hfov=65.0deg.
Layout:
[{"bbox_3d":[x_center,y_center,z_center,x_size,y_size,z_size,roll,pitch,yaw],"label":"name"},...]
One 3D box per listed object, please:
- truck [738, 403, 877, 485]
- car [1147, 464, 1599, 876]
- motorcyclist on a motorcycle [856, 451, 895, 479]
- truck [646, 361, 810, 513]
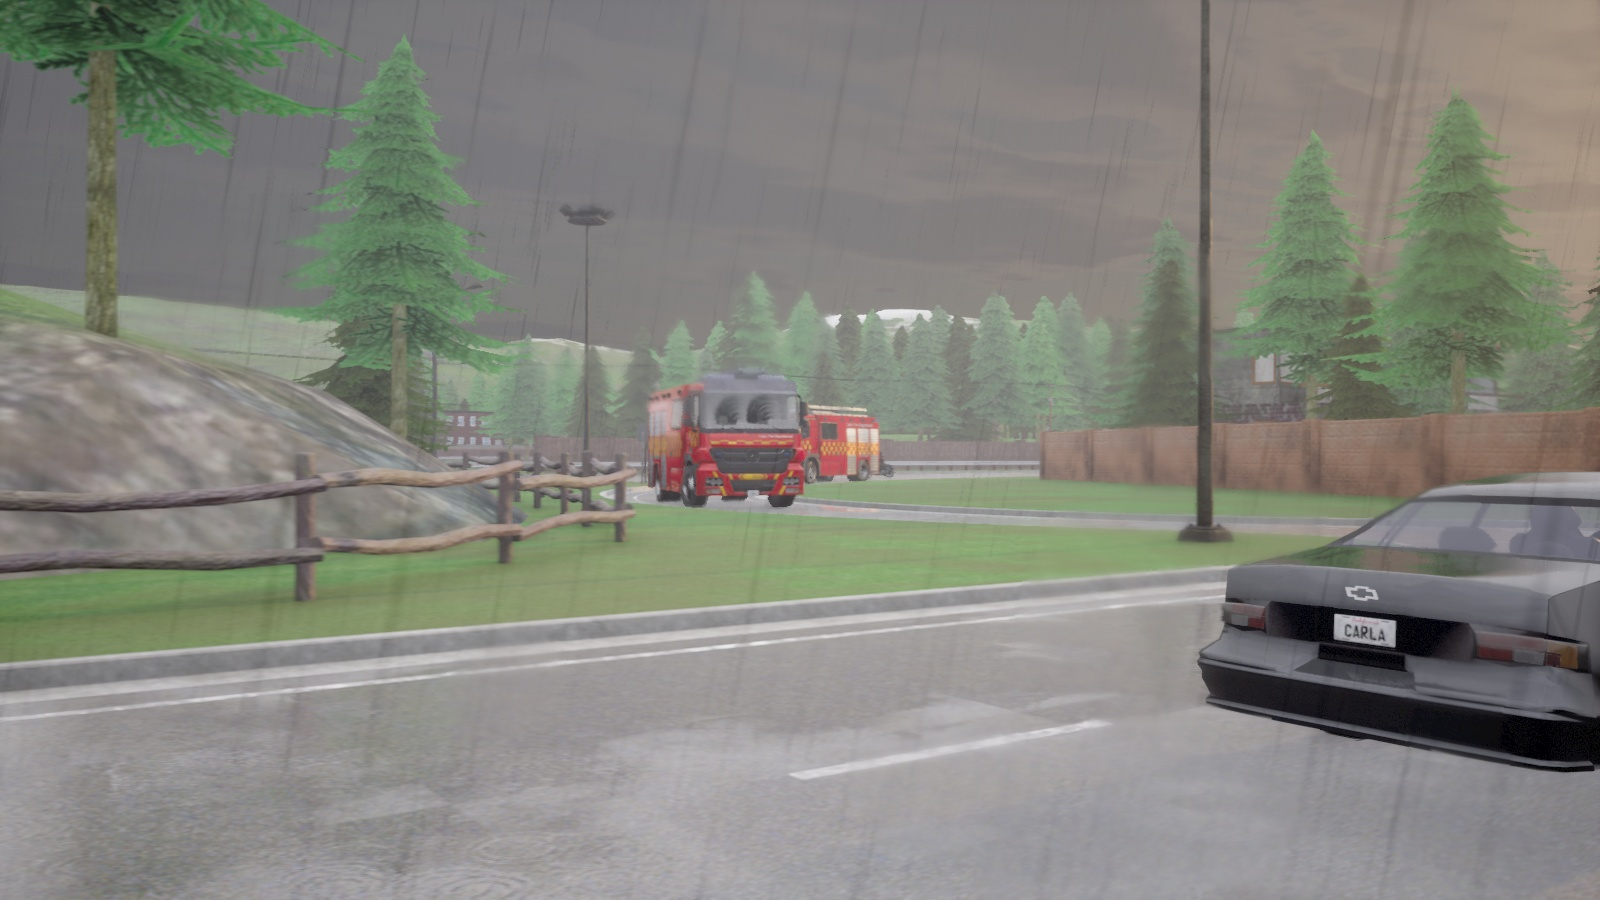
[{"bbox_3d":[0.530,-0.268,62.457,2.891,3.827,8.468,0,0,32],"label":"truck"},{"bbox_3d":[4.457,0.799,6.761,5.357,1.411,2.033,0,0,-35],"label":"car"},{"bbox_3d":[4.510,0.869,74.668,2.350,1.649,0.766,0,0,-35],"label":"motorcyclist on a motorcycle"},{"bbox_3d":[-2.310,-0.327,36.024,2.891,3.827,8.468,0,0,-16],"label":"truck"}]
